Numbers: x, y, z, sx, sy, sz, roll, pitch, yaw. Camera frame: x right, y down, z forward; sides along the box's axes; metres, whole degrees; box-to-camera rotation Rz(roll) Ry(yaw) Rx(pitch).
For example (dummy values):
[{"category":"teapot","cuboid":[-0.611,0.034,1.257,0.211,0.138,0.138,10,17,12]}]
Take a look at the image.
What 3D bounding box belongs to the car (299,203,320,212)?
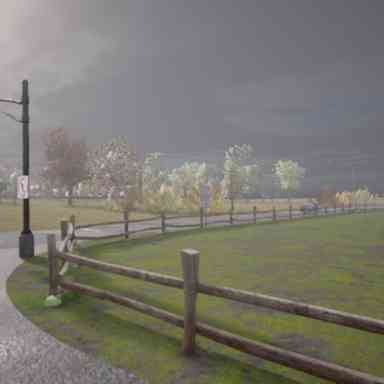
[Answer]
[{"category":"car","cuboid":[18.823,2.436,53.022,2.033,1.411,5.357,-1,-2,40]}]
